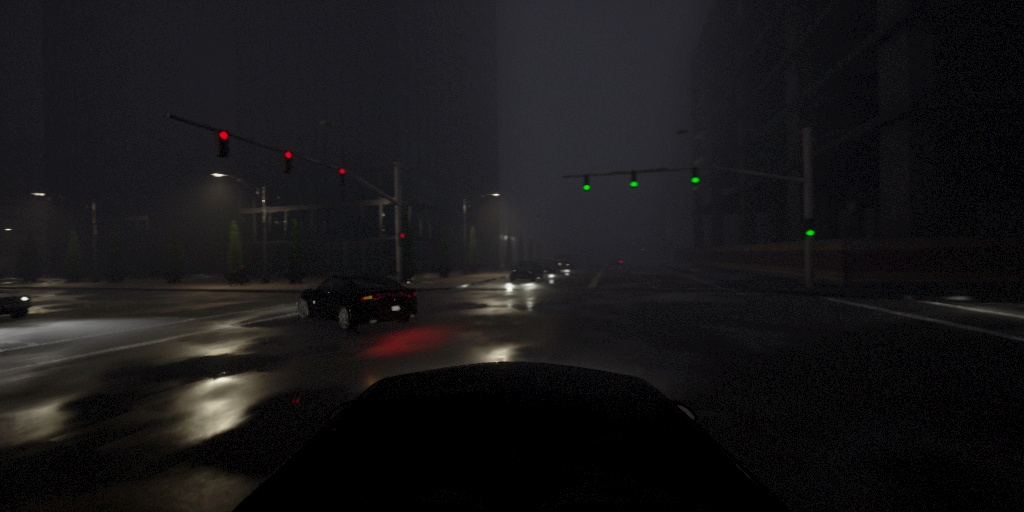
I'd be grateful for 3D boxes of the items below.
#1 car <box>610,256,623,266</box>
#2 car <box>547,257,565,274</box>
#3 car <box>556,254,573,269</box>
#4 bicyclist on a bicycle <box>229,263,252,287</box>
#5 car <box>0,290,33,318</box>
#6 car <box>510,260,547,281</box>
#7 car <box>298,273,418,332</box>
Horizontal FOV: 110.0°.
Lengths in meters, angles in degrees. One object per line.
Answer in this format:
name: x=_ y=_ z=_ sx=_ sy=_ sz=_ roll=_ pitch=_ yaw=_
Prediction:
car: x=15.901 y=0.899 z=54.656 sx=1.895 sy=1.301 sz=4.718 roll=-1 pitch=0 yaw=16
car: x=4.106 y=1.122 z=38.929 sx=2.033 sy=1.411 sz=5.357 roll=-1 pitch=0 yaw=16
car: x=7.058 y=0.706 z=49.138 sx=2.150 sy=2.045 sz=5.566 roll=-1 pitch=0 yaw=16
bicyclist on a bicycle: x=-18.876 y=1.301 z=24.947 sx=0.582 sy=1.620 sz=1.656 roll=-1 pitch=0 yaw=16
car: x=-19.747 y=1.658 z=12.766 sx=4.718 sy=1.301 sz=1.895 roll=-1 pitch=0 yaw=16
car: x=1.242 y=1.140 z=28.814 sx=1.882 sy=1.535 sz=5.008 roll=-1 pitch=0 yaw=16
car: x=-4.991 y=1.285 z=11.329 sx=5.008 sy=1.535 sz=1.882 roll=-1 pitch=-1 yaw=42
